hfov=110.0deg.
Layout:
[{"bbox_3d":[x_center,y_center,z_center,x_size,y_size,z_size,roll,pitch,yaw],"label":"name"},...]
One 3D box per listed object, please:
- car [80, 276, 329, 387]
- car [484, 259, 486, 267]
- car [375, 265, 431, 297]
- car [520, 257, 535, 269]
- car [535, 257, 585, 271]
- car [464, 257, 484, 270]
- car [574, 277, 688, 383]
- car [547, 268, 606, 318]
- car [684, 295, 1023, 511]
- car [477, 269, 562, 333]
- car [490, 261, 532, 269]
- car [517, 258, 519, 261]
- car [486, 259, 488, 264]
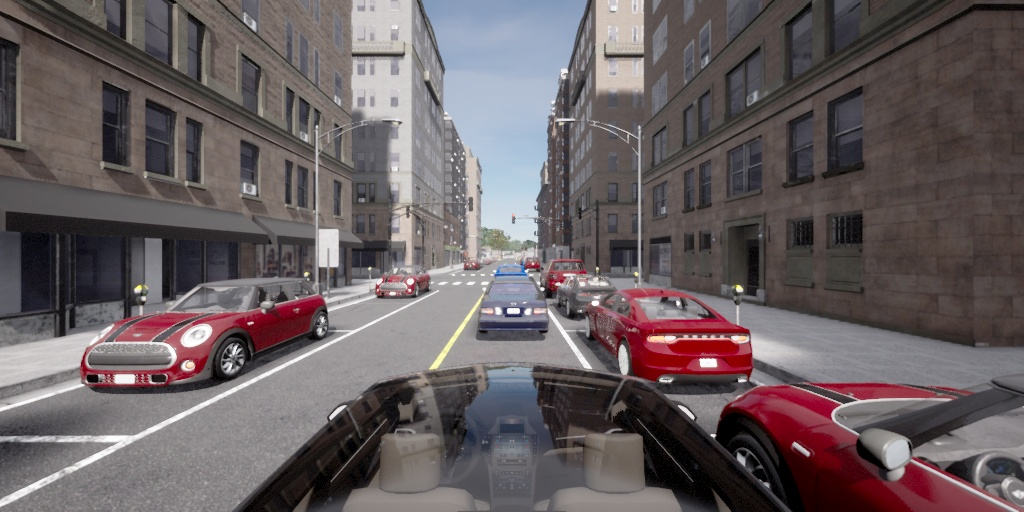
[{"bbox_3d":[-5.408,1.189,6.989,1.967,1.591,4.097,0,0,0],"label":"car"},{"bbox_3d":[-5.650,1.309,56.416,1.948,1.339,4.313,0,0,0],"label":"car"},{"bbox_3d":[-5.457,1.188,18.354,1.967,1.591,4.097,0,0,0],"label":"car"},{"bbox_3d":[2.514,1.059,45.445,2.192,1.841,5.009,0,0,0],"label":"car"},{"bbox_3d":[2.568,1.063,18.389,2.192,1.841,5.009,0,0,0],"label":"car"},{"bbox_3d":[-5.629,1.058,50.913,2.192,1.841,5.009,0,0,0],"label":"car"},{"bbox_3d":[2.617,1.295,7.025,1.888,1.381,4.507,0,0,0],"label":"car"},{"bbox_3d":[2.593,1.299,12.707,2.007,1.370,4.403,0,0,0],"label":"car"},{"bbox_3d":[2.642,1.190,1.343,1.967,1.591,4.097,0,0,0],"label":"car"},{"bbox_3d":[0.040,1.297,10.679,2.033,1.411,5.357,0,0,0],"label":"car"},{"bbox_3d":[-0.078,1.226,20.498,1.882,1.535,5.008,0,0,0],"label":"car"},{"bbox_3d":[2.430,1.056,61.957,2.192,1.841,5.009,0,0,0],"label":"car"},{"bbox_3d":[-5.672,1.292,61.920,2.007,1.370,4.403,0,0,0],"label":"car"}]
